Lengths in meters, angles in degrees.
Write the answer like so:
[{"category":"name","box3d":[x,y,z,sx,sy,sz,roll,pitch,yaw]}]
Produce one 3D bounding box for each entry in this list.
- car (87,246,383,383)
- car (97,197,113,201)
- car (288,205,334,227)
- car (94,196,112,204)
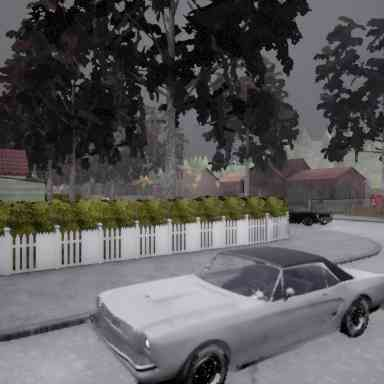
[{"category":"car","box3d":[0.939,1.601,5.121,4.718,1.301,1.895,0,0,-34]},{"category":"car","box3d":[-13.583,1.525,52.178,1.812,1.442,4.674,0,0,-35]},{"category":"car","box3d":[7.187,1.601,22.942,1.895,1.301,4.718,0,0,-36]},{"category":"car","box3d":[-17.267,1.564,64.464,1.994,1.385,4.181,0,0,-36]}]
